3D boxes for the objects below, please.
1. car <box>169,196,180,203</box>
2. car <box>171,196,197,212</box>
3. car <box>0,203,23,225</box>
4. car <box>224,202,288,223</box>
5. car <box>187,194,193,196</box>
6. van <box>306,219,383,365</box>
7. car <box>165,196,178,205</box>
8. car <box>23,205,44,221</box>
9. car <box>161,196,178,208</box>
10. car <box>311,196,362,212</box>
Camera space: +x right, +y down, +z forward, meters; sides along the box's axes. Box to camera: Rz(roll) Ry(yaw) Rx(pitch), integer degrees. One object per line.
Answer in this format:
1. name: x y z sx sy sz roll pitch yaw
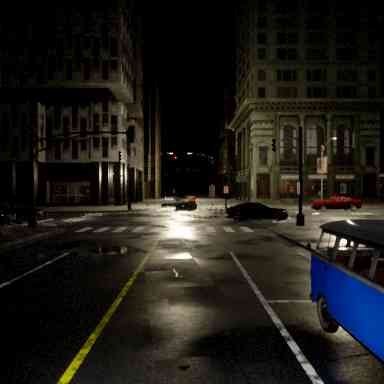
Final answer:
1. car: -3.504 1.475 68.347 1.994 1.385 4.181 0 0 0
2. car: -0.691 1.531 38.965 1.994 1.385 4.181 0 0 9
3. car: -15.618 1.726 24.824 4.674 1.442 1.812 -1 0 0
4. car: 4.772 1.476 24.933 4.674 1.442 1.812 -1 0 0
5. car: -0.412 1.259 70.063 2.097 1.767 4.553 0 0 -1
6. van: 2.834 1.340 4.220 1.690 1.788 3.998 0 0 0
7. car: -3.466 1.483 58.289 2.033 1.411 5.357 0 0 -1
8. car: -15.127 1.666 28.077 4.902 1.511 2.128 -1 0 0
9. car: -3.365 1.503 48.224 2.033 1.411 5.357 0 0 0
10. car: 15.094 1.213 34.928 5.008 1.535 1.882 -1 0 0
